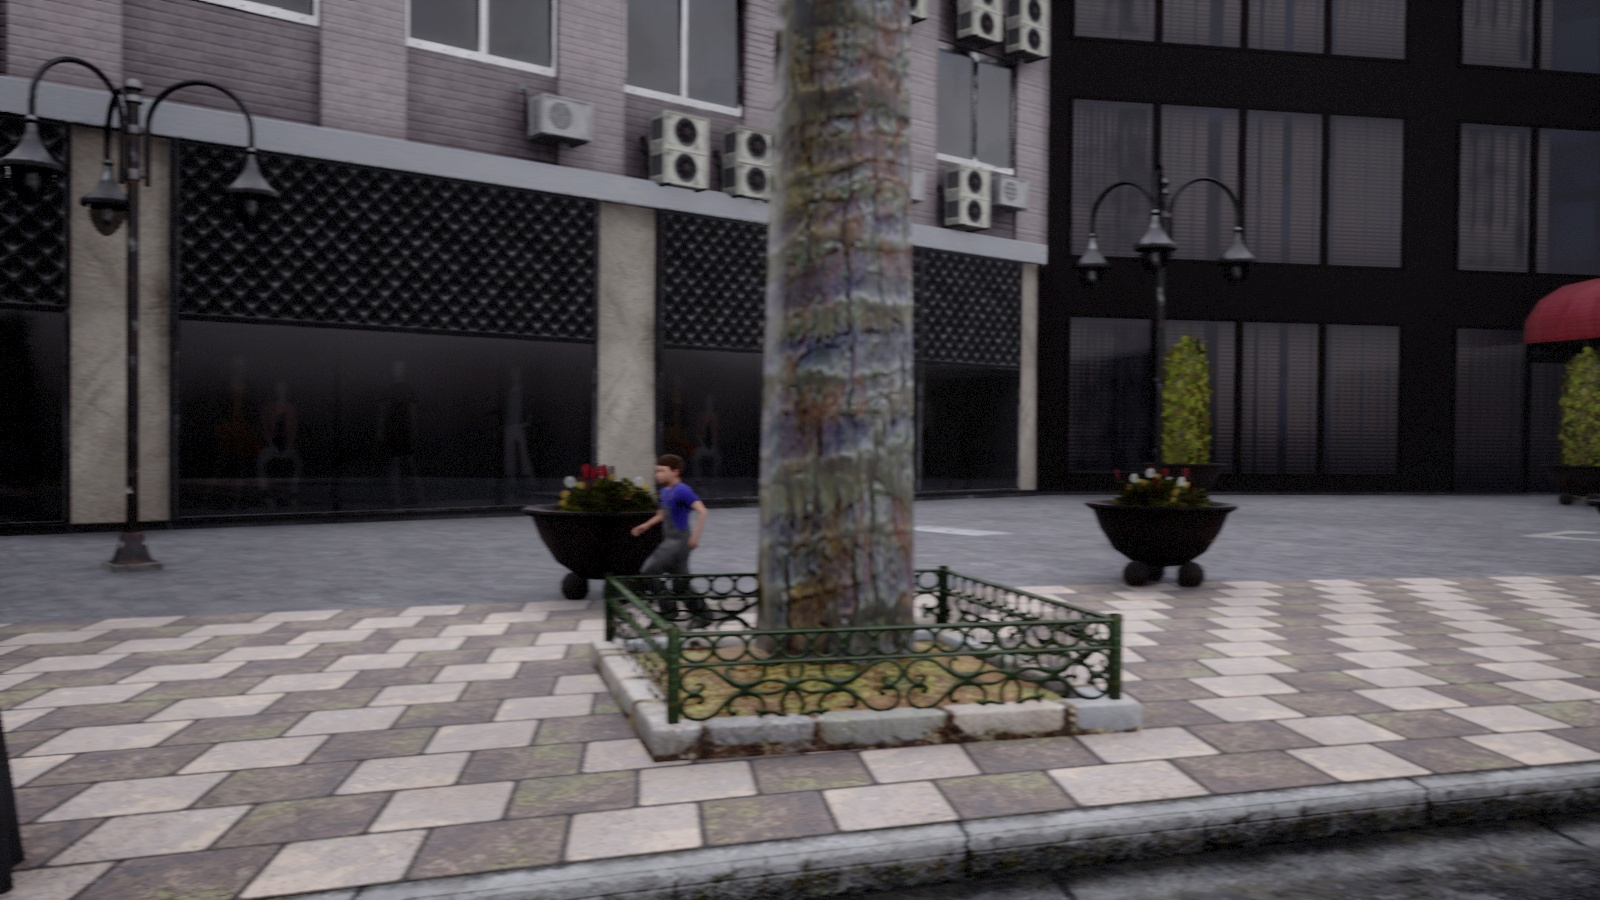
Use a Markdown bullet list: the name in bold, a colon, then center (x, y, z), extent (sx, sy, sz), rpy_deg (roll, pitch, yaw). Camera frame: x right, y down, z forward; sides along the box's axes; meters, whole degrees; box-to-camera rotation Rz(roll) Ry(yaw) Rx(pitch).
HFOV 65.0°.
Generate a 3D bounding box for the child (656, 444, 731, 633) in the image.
- **child**: center (-0.734, 0.594, 8.625), extent (0.437, 1.263, 0.270), rpy_deg (-1, 1, -22)
